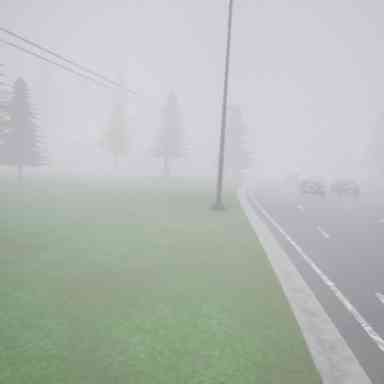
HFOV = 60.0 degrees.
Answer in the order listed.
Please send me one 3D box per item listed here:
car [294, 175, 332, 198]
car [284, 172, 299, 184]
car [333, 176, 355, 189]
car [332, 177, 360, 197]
[{"bbox_3d":[10.531,-0.387,29.378,2.033,1.411,5.357,4,5,12],"label":"car"},{"bbox_3d":[14.937,-2.125,49.359,2.097,1.767,4.553,4,5,12],"label":"car"},{"bbox_3d":[21.678,-1.418,47.527,1.812,1.442,4.674,4,5,12],"label":"car"},{"bbox_3d":[14.757,-0.464,32.190,2.128,1.511,4.902,4,5,12],"label":"car"}]
